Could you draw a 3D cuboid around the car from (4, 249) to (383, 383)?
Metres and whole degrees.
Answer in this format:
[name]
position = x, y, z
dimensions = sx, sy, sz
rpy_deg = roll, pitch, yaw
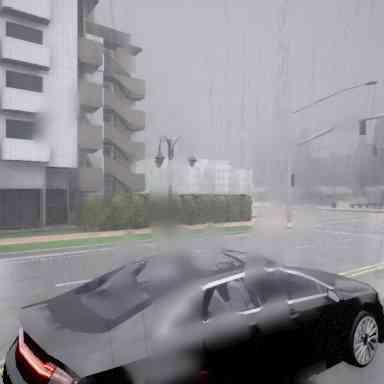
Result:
[car]
position = 0.498, 1.492, 4.112
dimensions = 4.902, 1.511, 2.128
rpy_deg = 0, 0, -35
